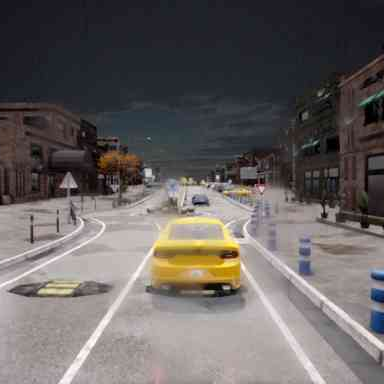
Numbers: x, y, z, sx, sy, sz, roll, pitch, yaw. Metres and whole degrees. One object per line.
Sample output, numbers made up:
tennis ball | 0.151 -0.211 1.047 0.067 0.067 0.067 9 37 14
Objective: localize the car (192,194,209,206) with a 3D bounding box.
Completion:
car | 1.053 0.910 41.774 1.994 1.385 4.181 0 2 -3

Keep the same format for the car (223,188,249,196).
car | 8.212 -0.067 62.505 4.674 1.452 2.002 0 2 -1

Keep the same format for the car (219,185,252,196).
car | 8.054 0.015 59.746 5.366 1.575 1.946 0 3 -1

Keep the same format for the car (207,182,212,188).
car | 7.845 -1.505 92.789 5.566 2.045 2.435 0 2 -1

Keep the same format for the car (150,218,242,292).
car | 0.103 1.405 8.640 1.882 1.535 5.008 0 -1 1

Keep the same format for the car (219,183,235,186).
car | 8.147 -0.355 65.250 4.553 1.767 2.185 0 2 -1

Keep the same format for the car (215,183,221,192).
car | 8.177 -0.599 67.997 5.566 2.045 2.435 0 2 -1

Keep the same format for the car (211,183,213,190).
car | 7.971 -0.984 84.531 5.008 1.535 2.097 0 2 -1

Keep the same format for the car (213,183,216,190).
car | 8.033 -0.785 79.023 4.892 1.521 2.231 0 2 -1
